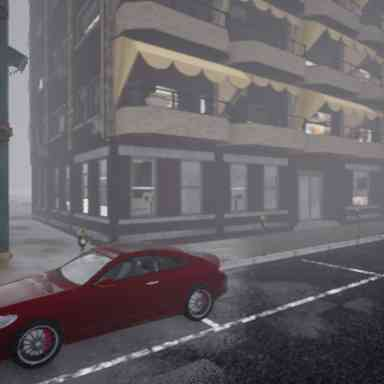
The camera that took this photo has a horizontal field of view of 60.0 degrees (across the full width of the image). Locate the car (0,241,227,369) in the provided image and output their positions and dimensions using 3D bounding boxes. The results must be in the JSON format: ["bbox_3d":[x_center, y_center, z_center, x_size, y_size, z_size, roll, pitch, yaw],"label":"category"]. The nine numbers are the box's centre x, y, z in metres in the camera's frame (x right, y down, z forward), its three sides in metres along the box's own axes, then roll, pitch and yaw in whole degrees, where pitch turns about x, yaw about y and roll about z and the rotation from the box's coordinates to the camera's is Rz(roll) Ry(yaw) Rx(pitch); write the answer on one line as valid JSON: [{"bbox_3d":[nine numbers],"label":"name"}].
[{"bbox_3d":[-1.267,1.563,5.651,4.206,1.307,1.802,-1,1,-35],"label":"car"}]
